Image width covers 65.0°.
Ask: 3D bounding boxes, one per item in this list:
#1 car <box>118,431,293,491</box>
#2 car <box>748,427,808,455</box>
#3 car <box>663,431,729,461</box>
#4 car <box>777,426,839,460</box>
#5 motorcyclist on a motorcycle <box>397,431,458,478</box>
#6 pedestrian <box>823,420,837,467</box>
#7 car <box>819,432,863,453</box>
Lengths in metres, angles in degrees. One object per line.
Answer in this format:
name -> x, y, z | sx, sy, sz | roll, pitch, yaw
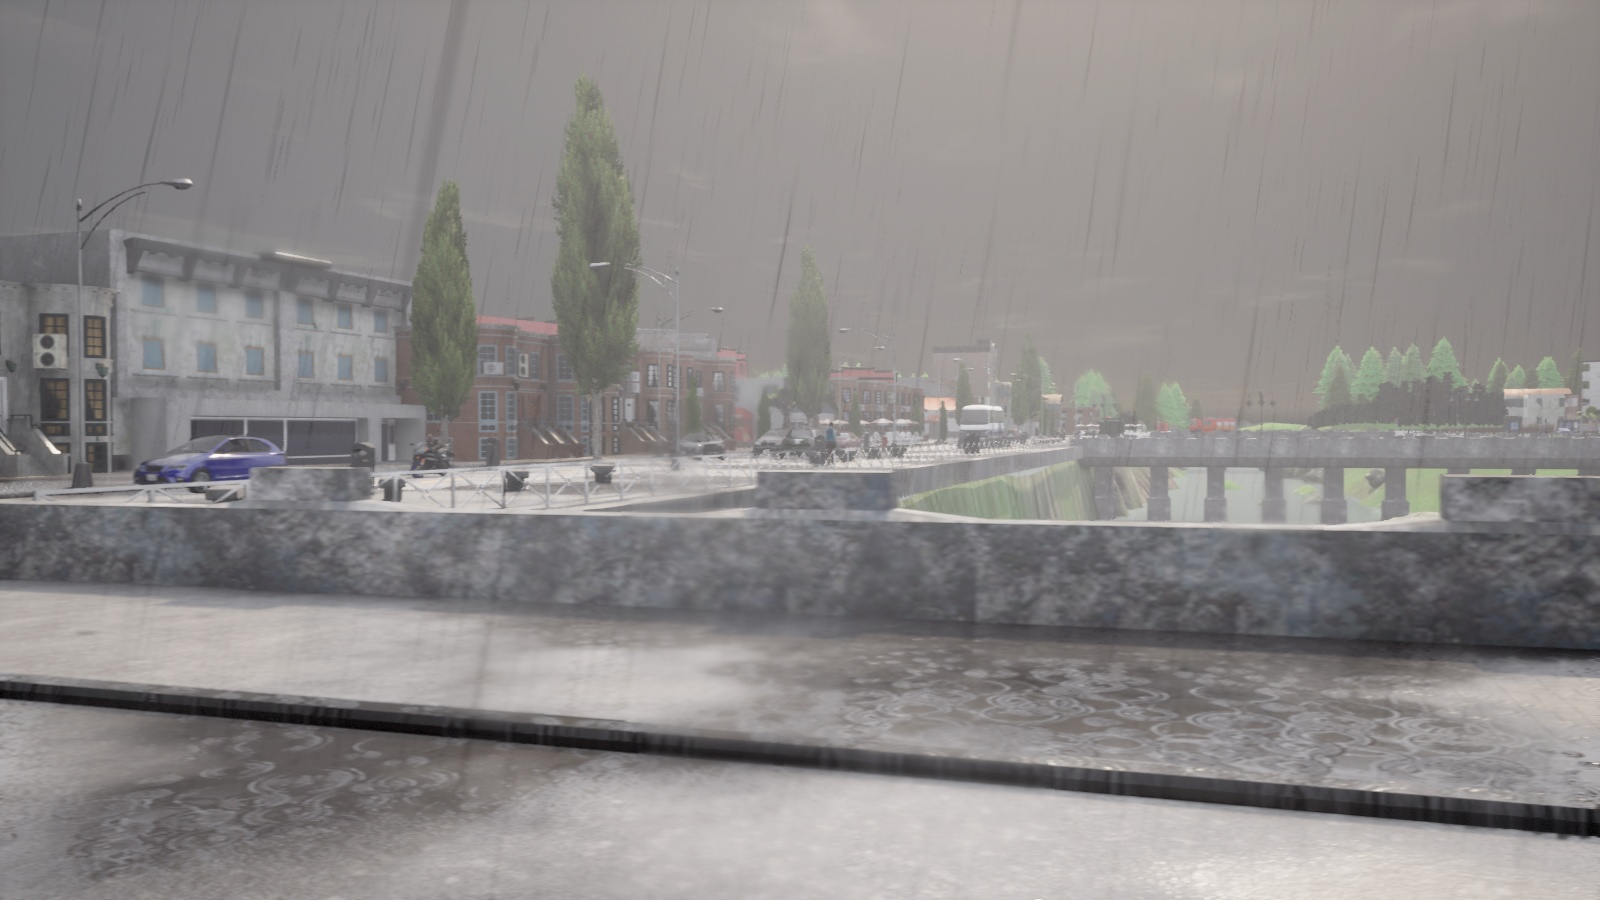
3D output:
car -> -15.678, 0.247, 33.374 | 1.816, 1.474, 4.193 | 1, 1, 19
car -> -1.281, -0.554, 76.204 | 2.242, 1.667, 4.611 | 1, 1, 19
car -> -5.285, -0.209, 64.293 | 1.816, 1.474, 4.193 | 1, 1, 19
car -> 0.496, -0.417, 68.938 | 2.097, 1.767, 4.553 | 1, 1, 19
motorcyclist on a motorcycle -> -12.594, 0.133, 42.551 | 0.866, 1.530, 2.191 | 1, 1, 19
pedestrian -> 1.233, -0.289, 51.835 | 0.396, 1.930, 0.692 | 1, 1, 20
car -> 2.911, -0.557, 88.679 | 1.812, 1.442, 4.674 | 1, 1, 19
